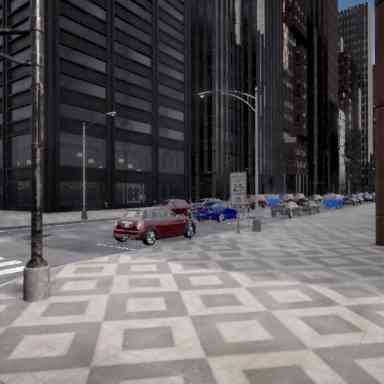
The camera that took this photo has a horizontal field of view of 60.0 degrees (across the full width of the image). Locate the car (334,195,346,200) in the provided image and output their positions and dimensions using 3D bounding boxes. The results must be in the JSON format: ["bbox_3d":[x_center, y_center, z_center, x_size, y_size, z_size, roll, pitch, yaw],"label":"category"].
[{"bbox_3d":[37.380,1.396,83.972,1.947,1.339,4.313,0,0,36],"label":"car"}]

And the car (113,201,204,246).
[{"bbox_3d":[-1.543,1.393,15.256,1.967,1.590,4.097,0,0,36],"label":"car"}]

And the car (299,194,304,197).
[{"bbox_3d":[17.727,1.199,56.648,2.192,1.841,5.009,0,0,36],"label":"car"}]

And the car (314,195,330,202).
[{"bbox_3d":[27.554,1.406,70.310,2.008,1.369,4.403,0,0,36],"label":"car"}]

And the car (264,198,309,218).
[{"bbox_3d":[8.282,1.463,28.916,2.008,1.369,4.403,0,0,36],"label":"car"}]

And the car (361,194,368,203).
[{"bbox_3d":[27.933,1.409,56.237,1.947,1.339,4.313,0,0,36],"label":"car"}]

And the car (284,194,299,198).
[{"bbox_3d":[14.452,1.210,52.095,2.192,1.841,5.009,0,0,36],"label":"car"}]

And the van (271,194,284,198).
[{"bbox_3d":[11.176,1.247,47.540,1.690,1.788,3.998,0,0,36],"label":"van"}]

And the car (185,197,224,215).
[{"bbox_3d":[1.351,1.383,33.879,1.967,1.590,4.097,0,0,36],"label":"car"}]

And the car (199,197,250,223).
[{"bbox_3d":[2.161,1.415,25.012,1.882,1.535,5.008,0,0,36],"label":"car"}]

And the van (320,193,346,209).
[{"bbox_3d":[18.107,1.216,42.576,1.690,1.788,3.998,0,0,36],"label":"van"}]

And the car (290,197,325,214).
[{"bbox_3d":[11.557,1.465,33.469,1.947,1.339,4.313,0,0,36],"label":"car"}]

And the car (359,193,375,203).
[{"bbox_3d":[34.484,1.369,65.345,1.887,1.381,4.507,0,0,36],"label":"car"}]

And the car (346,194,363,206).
[{"bbox_3d":[24.658,1.419,51.683,1.947,1.339,4.313,0,0,36],"label":"car"}]

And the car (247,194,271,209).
[{"bbox_3d":[7.901,1.233,42.987,2.192,1.841,5.009,0,0,36],"label":"car"}]

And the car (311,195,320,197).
[{"bbox_3d":[24.278,1.305,65.756,1.967,1.590,4.097,0,0,36],"label":"car"}]

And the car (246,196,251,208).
[{"bbox_3d":[4.626,1.481,38.433,2.008,1.369,4.403,0,0,36],"label":"car"}]

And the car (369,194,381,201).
[{"bbox_3d":[41.034,1.247,74.451,1.967,1.590,4.097,0,0,36],"label":"car"}]

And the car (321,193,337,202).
[{"bbox_3d":[30.829,1.161,74.864,2.192,1.841,5.009,0,0,36],"label":"car"}]
